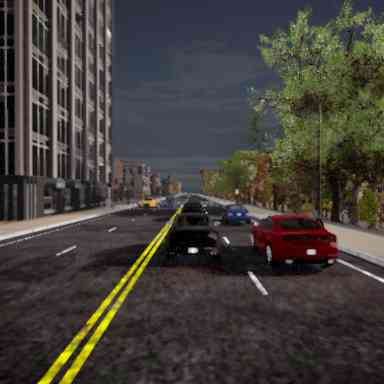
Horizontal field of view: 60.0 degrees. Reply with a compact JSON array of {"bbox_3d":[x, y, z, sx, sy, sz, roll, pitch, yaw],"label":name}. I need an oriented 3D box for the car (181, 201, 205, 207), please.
[{"bbox_3d":[0.070,1.544,28.870,1.882,1.535,5.008,0,0,1],"label":"car"}]

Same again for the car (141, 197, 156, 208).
[{"bbox_3d":[-6.530,1.595,50.254,1.882,1.535,5.008,0,-1,0],"label":"car"}]

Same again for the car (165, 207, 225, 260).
[{"bbox_3d":[0.051,1.535,12.633,1.837,1.490,4.892,0,0,1],"label":"car"}]

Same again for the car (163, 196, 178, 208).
[{"bbox_3d":[-3.272,1.471,51.460,2.097,1.767,4.553,0,0,0],"label":"car"}]

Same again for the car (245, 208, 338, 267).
[{"bbox_3d":[3.293,1.504,11.612,1.882,1.535,5.008,0,0,0],"label":"car"}]

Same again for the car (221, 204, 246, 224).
[{"bbox_3d":[3.287,1.606,25.483,2.033,1.411,5.357,0,0,1],"label":"car"}]
